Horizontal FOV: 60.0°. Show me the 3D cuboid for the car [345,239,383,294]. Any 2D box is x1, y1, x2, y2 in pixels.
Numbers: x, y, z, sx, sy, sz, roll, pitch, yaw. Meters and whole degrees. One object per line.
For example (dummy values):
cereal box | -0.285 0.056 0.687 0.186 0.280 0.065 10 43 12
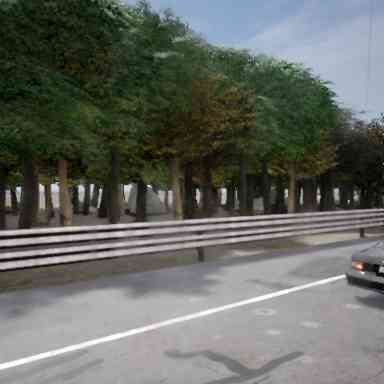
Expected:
car | 5.793 1.560 7.873 5.357 1.411 2.033 0 0 -36
